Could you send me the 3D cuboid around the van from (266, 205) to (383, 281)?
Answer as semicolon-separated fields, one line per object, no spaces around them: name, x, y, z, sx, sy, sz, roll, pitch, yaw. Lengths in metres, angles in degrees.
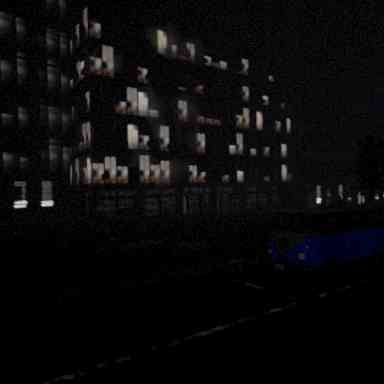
van;3.839;1.278;9.319;3.998;1.788;1.690;-1;-1;-36
